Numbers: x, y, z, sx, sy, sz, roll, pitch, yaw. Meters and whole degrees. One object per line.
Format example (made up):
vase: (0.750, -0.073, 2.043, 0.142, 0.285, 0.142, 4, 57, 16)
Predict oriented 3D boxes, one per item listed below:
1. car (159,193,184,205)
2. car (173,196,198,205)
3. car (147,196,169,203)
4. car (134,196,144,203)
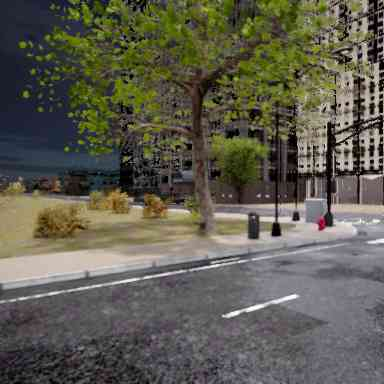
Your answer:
car: (-3.924, 1.125, 57.267, 2.150, 2.045, 5.566, 1, 0, -33)
car: (-1.195, 1.436, 58.999, 2.128, 1.511, 4.902, 1, 0, -34)
car: (-6.993, 1.484, 67.656, 2.033, 1.411, 5.357, 1, 0, -34)
car: (-9.693, 1.434, 65.848, 2.033, 1.411, 5.357, 1, 0, -34)
